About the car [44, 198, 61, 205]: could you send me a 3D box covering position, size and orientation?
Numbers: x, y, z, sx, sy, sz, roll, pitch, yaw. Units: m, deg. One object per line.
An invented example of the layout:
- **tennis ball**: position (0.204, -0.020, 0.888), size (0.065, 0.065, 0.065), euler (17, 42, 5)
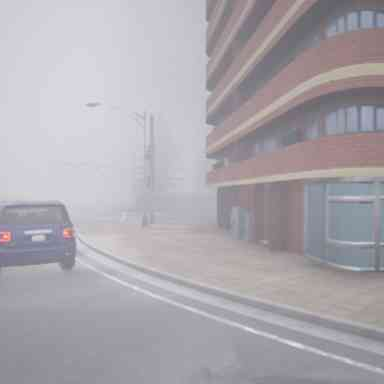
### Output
- **car**: position (-28.368, 1.905, 67.731), size (2.128, 1.511, 4.902), euler (0, 0, -9)

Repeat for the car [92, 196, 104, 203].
- **car**: position (-23.856, 1.834, 83.876), size (2.097, 1.767, 4.553), euler (0, 0, -9)

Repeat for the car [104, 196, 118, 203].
- **car**: position (-20.405, 2.028, 84.456), size (2.033, 1.411, 5.357), euler (0, 0, -9)

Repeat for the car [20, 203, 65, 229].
- **car**: position (-10.436, 1.616, 23.663), size (1.882, 1.535, 5.008), euler (0, 0, -12)

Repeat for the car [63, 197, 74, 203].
- **car**: position (-30.851, 1.993, 83.285), size (1.812, 1.442, 4.674), euler (0, 0, -9)

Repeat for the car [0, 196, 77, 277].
- **car**: position (-5.298, 1.280, 10.662), size (2.150, 2.045, 5.566), euler (0, -1, -32)
